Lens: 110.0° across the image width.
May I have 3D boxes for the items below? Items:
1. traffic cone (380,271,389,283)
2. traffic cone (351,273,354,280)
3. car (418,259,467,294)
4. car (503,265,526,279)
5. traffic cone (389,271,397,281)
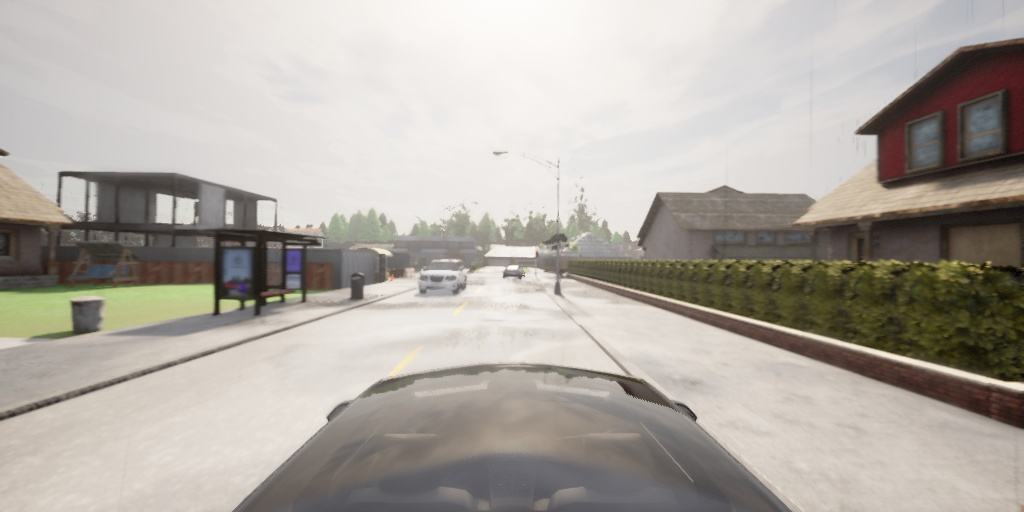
[{"bbox_3d":[-10.462,1.716,29.669,0.344,0.586,0.344,0,0,0],"label":"traffic cone"},{"bbox_3d":[-15.356,1.694,33.703,0.344,0.586,0.344,0,0,0],"label":"traffic cone"},{"bbox_3d":[-4.044,1.211,21.849,2.150,2.045,5.566,1,-1,0],"label":"car"},{"bbox_3d":[0.266,1.657,38.424,1.994,1.385,4.181,0,0,8],"label":"car"},{"bbox_3d":[-9.741,1.748,29.150,0.344,0.586,0.344,0,0,0],"label":"traffic cone"}]
